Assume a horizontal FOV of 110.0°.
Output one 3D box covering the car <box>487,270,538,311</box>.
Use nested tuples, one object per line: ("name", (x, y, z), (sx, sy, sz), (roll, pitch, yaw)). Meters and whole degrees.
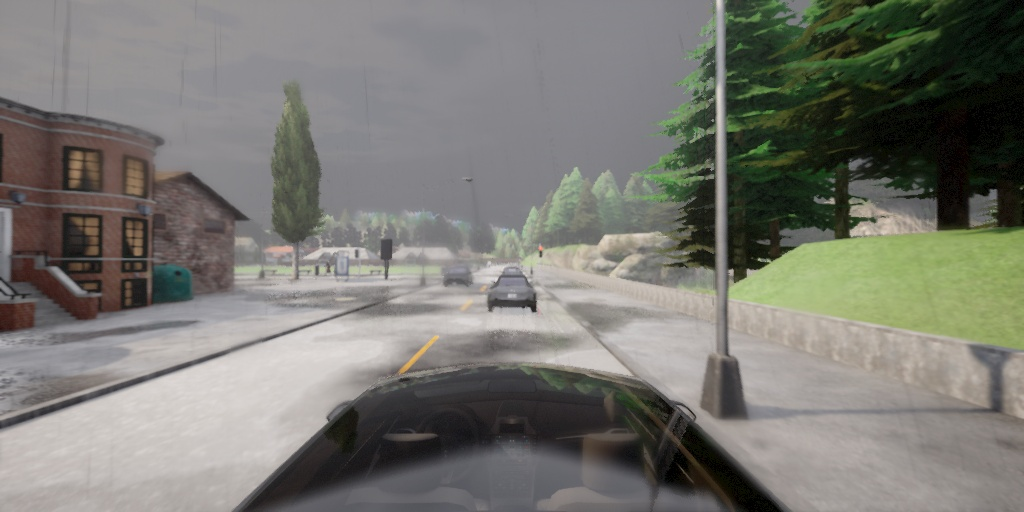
("car", (0.027, 1.468, 15.293), (1.994, 1.385, 4.181), (0, -1, 0))

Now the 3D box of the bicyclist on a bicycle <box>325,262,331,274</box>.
("bicyclist on a bicycle", (-24.095, 1.609, 46.930), (0.582, 1.620, 1.656), (0, 0, 0))

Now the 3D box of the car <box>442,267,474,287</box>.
("car", (-3.996, 1.590, 27.648), (2.033, 1.411, 5.357), (0, -1, 0))

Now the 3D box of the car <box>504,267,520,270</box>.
("car", (-0.014, 1.609, 29.320), (2.033, 1.411, 5.357), (0, -1, -1))
